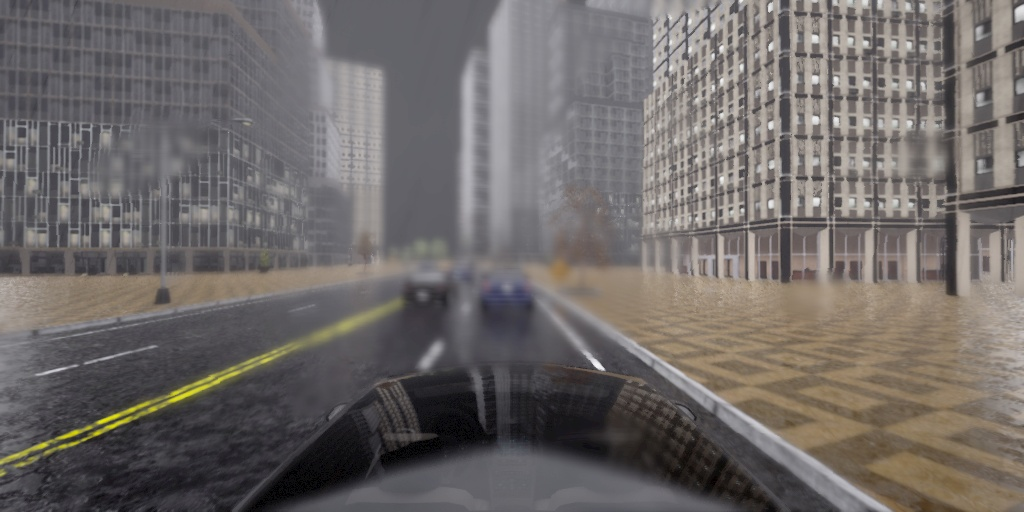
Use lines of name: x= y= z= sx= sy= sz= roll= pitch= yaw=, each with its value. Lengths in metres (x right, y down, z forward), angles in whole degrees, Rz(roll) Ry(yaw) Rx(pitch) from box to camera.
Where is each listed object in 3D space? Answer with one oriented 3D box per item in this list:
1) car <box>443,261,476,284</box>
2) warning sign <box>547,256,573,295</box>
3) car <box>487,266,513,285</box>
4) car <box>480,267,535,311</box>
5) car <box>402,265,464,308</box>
car: x=-4.355 y=1.399 z=30.457 sx=2.097 sy=1.767 sz=4.553 roll=0 pitch=-1 yaw=-4
warning sign: x=2.483 y=1.041 z=18.559 sx=1.300 sy=1.860 sz=1.060 roll=0 pitch=0 yaw=-3
car: x=-1.108 y=1.614 z=30.704 sx=1.994 sy=1.385 sz=4.181 roll=0 pitch=0 yaw=-5
car: x=-0.234 y=1.245 z=15.519 sx=2.097 sy=1.767 sz=4.553 roll=0 pitch=-1 yaw=-2
car: x=-3.514 y=1.379 z=16.243 sx=1.882 sy=1.535 sz=5.008 roll=0 pitch=0 yaw=-2
